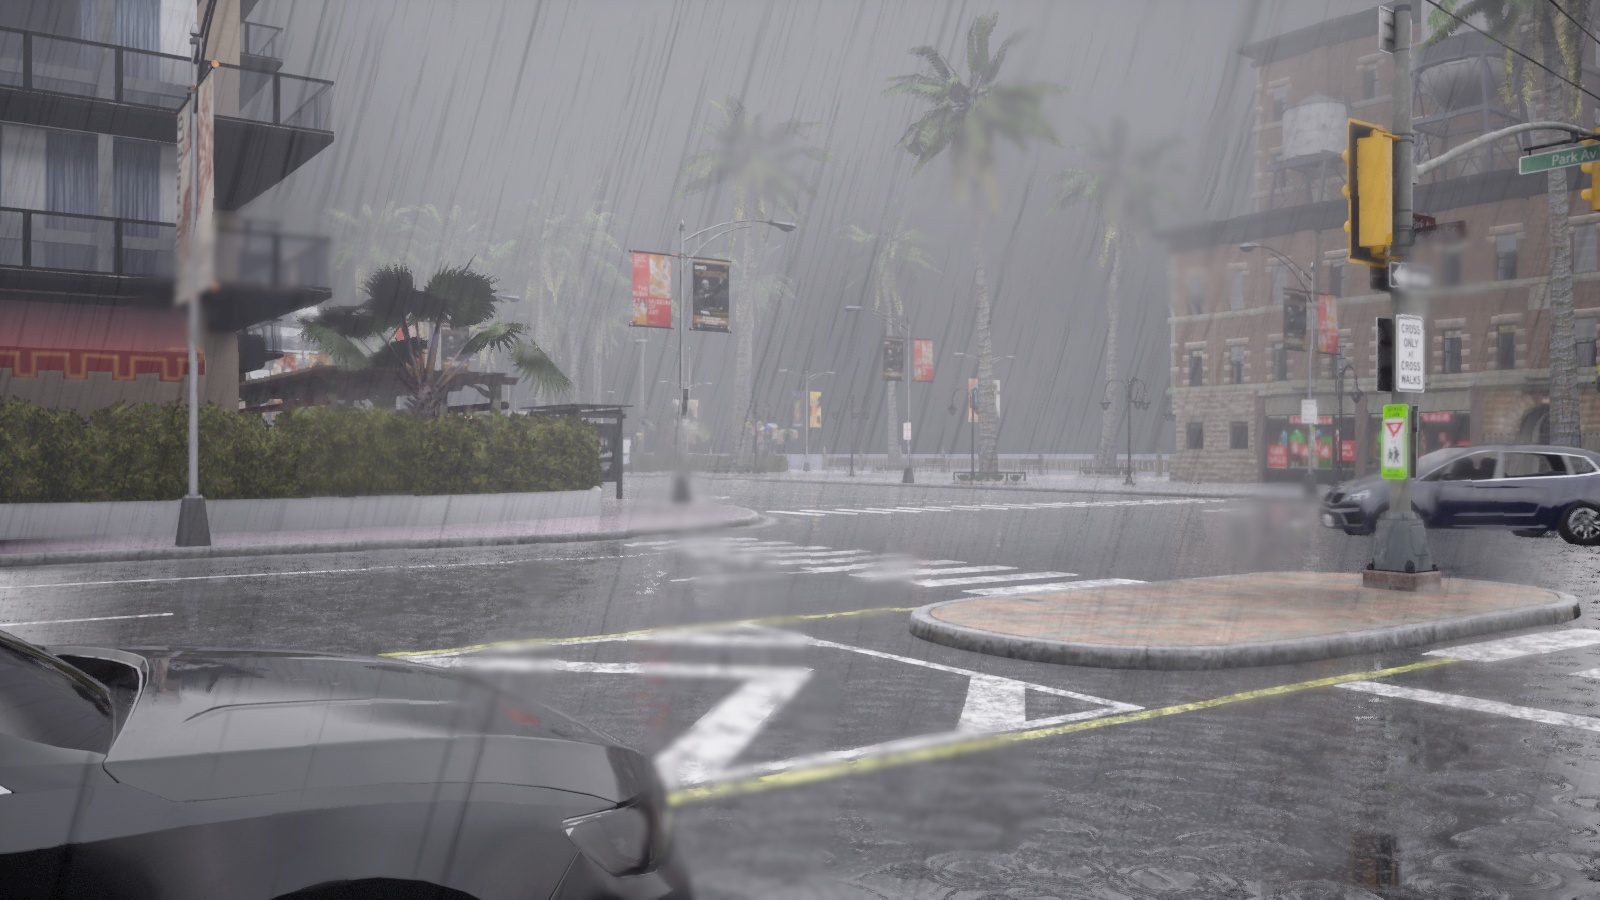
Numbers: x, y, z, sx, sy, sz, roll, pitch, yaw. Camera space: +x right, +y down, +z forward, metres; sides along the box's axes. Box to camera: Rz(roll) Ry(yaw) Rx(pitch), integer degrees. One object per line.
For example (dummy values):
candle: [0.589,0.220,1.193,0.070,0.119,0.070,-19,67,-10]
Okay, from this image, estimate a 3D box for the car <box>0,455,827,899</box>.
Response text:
car: [-2.478,0.760,1.933,4.892,1.490,1.837,0,0,-35]

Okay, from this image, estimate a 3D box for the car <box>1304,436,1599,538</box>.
car: [11.481,0.618,21.806,4.611,1.667,2.242,0,0,6]
